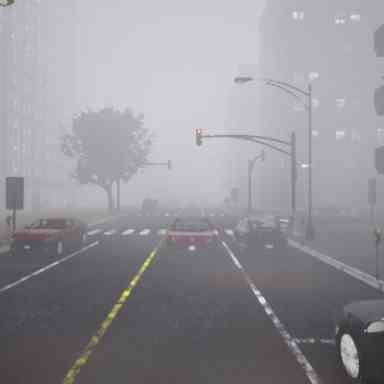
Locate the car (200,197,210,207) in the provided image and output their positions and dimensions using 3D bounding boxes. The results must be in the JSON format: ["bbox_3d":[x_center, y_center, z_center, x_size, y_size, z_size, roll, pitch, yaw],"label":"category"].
[{"bbox_3d":[2.693,2.270,68.198,1.947,1.339,4.313,0,-1,0],"label":"car"}]

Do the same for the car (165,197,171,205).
[{"bbox_3d":[-5.687,2.394,79.245,1.947,1.339,4.313,0,-1,0],"label":"car"}]

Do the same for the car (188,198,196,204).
[{"bbox_3d":[0.005,2.277,85.852,1.812,1.442,4.674,0,-1,0],"label":"car"}]

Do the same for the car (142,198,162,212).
[{"bbox_3d":[-5.690,1.782,46.111,2.192,1.841,5.009,0,-1,0],"label":"car"}]

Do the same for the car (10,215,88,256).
[{"bbox_3d":[-5.690,1.679,13.723,1.887,1.381,4.507,0,-1,0],"label":"car"}]

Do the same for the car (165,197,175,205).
[{"bbox_3d":[-5.687,2.206,84.769,2.192,1.841,5.009,0,-1,0],"label":"car"}]

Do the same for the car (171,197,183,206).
[{"bbox_3d":[-2.996,2.270,71.914,1.812,1.442,4.674,0,-1,0],"label":"car"}]

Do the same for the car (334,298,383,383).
[{"bbox_3d":[2.689,1.577,2.656,2.008,1.369,4.403,0,-1,0],"label":"car"}]

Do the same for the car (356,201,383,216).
[{"bbox_3d":[18.824,1.571,33.183,4.829,1.417,1.752,-1,0,-1],"label":"car"}]

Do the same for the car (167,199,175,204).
[{"bbox_3d":[-5.687,2.505,90.290,2.008,1.369,4.403,0,-1,0],"label":"car"}]

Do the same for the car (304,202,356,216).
[{"bbox_3d":[13.427,1.671,33.128,4.403,1.369,2.008,-1,0,-1],"label":"car"}]

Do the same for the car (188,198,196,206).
[{"bbox_3d":[0.004,2.357,74.207,1.895,1.301,4.718,0,-1,0],"label":"car"}]

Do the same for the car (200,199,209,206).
[{"bbox_3d":[2.693,2.293,73.891,1.752,1.417,4.829,0,-1,0],"label":"car"}]

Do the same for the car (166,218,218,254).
[{"bbox_3d":[0.007,1.739,14.112,1.895,1.301,4.718,0,-1,0],"label":"car"}]

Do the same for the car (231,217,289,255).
[{"bbox_3d":[2.690,1.685,13.722,2.008,1.369,4.403,0,-1,0],"label":"car"}]

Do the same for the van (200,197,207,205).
[{"bbox_3d":[2.693,2.169,79.246,1.690,1.788,3.998,0,-1,0],"label":"van"}]
